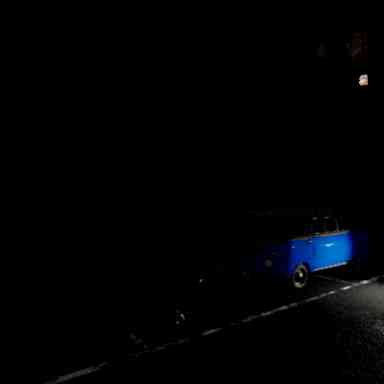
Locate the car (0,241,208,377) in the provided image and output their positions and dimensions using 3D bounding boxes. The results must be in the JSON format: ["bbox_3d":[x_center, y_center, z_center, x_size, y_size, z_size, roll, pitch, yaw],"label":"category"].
[{"bbox_3d":[-1.699,1.555,5.347,4.313,1.339,1.947,0,0,-35],"label":"car"}]

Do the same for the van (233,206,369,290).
[{"bbox_3d":[2.900,1.291,8.624,3.998,1.788,1.690,0,0,-35],"label":"van"}]
